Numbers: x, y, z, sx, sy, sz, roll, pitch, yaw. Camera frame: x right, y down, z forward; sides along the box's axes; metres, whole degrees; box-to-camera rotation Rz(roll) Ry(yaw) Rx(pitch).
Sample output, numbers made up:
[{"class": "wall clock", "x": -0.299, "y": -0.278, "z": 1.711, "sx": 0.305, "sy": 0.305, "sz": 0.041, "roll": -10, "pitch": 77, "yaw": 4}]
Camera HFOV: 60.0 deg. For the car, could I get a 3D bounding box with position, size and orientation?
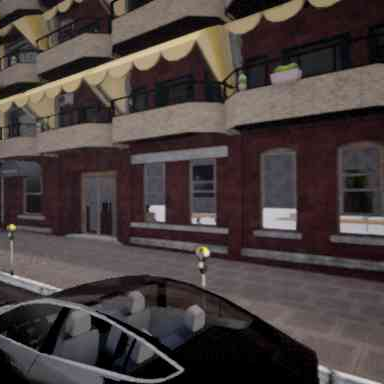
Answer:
[{"class": "car", "x": -0.931, "y": 1.558, "z": 3.400, "sx": 4.313, "sy": 1.339, "sz": 1.947, "roll": 0, "pitch": 0, "yaw": 36}]
